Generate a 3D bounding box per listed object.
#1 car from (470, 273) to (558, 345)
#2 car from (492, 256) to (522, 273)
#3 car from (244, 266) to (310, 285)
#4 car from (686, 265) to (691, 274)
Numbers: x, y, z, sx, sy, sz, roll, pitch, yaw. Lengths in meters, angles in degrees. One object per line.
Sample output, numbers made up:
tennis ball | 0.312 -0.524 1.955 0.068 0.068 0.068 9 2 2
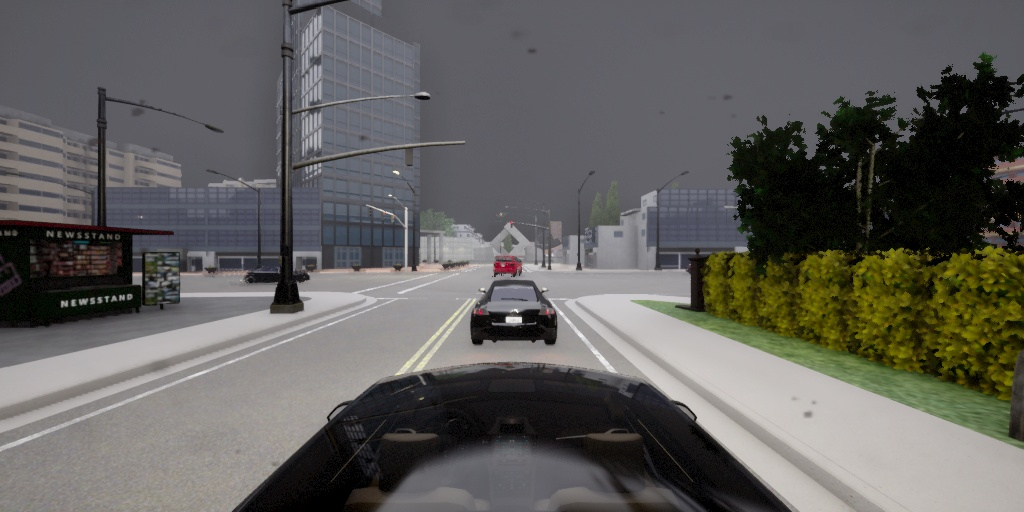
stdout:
car | 0.044 1.314 9.553 1.994 1.385 4.181 0 0 0
car | -0.414 0.986 35.141 2.150 2.045 5.566 1 0 9
car | -17.703 1.434 27.119 4.181 1.385 1.994 -1 0 -1
car | 21.195 1.177 38.302 5.008 1.535 1.882 0 0 -1
